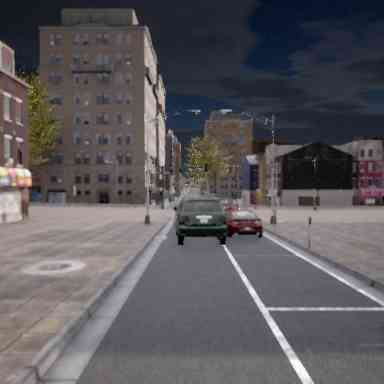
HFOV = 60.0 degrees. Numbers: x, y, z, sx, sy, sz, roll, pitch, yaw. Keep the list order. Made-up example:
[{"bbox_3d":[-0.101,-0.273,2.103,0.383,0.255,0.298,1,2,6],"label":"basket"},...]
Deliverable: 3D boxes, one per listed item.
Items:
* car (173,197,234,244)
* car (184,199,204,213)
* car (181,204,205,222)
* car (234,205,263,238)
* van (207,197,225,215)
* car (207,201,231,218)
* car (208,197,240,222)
[{"bbox_3d":[0.306,1.273,16.145,2.150,2.045,5.566,0,0,-4],"label":"car"},{"bbox_3d":[0.295,1.683,41.481,2.128,1.511,4.902,0,0,5],"label":"car"},{"bbox_3d":[0.077,1.715,28.695,1.895,1.301,4.718,0,0,0],"label":"car"},{"bbox_3d":[2.608,1.603,17.856,1.887,1.381,4.507,-2,0,0],"label":"car"},{"bbox_3d":[2.591,1.504,36.742,1.690,1.788,3.998,-2,0,0],"label":"van"},{"bbox_3d":[2.599,1.693,33.421,2.008,1.369,4.403,-2,0,0],"label":"car"},{"bbox_3d":[2.595,1.428,28.437,2.192,1.841,5.009,-2,0,0],"label":"car"}]
